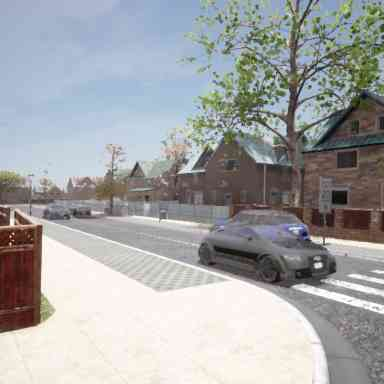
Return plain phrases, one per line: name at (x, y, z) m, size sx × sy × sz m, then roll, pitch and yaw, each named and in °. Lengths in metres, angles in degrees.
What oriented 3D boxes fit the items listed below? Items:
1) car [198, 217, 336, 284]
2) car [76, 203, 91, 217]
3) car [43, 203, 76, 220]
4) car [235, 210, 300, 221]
car at (2.001, 1.642, 9.849) m, size 1.994 × 1.385 × 4.181 m, roll 2°, pitch -2°, yaw -34°
car at (-12.573, 1.981, 36.576) m, size 2.128 × 1.511 × 4.902 m, roll 2°, pitch -2°, yaw -34°
car at (-13.078, 1.879, 32.093) m, size 1.837 × 1.490 × 4.892 m, roll 2°, pitch -2°, yaw -34°
car at (2.669, 1.537, 14.126) m, size 2.097 × 1.767 × 4.553 m, roll 2°, pitch -2°, yaw -34°
